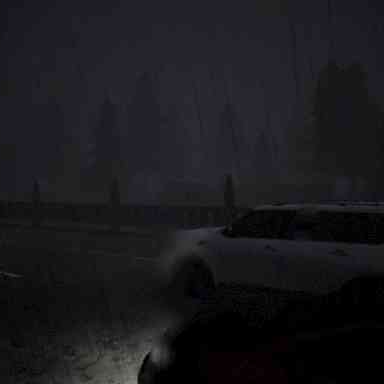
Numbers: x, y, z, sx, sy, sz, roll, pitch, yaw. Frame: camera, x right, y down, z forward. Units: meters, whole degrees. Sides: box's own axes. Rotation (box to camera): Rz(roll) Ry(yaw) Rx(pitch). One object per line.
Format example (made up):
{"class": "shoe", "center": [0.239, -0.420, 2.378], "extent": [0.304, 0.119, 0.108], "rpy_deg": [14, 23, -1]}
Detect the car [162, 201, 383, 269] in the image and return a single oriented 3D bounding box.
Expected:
{"class": "car", "center": [2.012, 1.198, 6.624], "extent": [5.566, 2.045, 2.150], "rpy_deg": [0, 0, 34]}

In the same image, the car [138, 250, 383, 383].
{"class": "car", "center": [1.543, 1.554, 2.701], "extent": [4.181, 1.385, 1.994], "rpy_deg": [0, 0, 35]}
